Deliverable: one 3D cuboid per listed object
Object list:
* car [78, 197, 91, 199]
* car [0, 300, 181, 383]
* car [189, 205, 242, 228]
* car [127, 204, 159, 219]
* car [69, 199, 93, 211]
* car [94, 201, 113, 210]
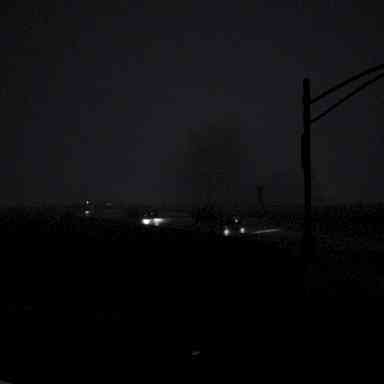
[{"bbox_3d":[-20.425,2.028,62.250,2.150,2.045,5.566,-1,0,-36],"label":"car"},{"bbox_3d":[-2.244,1.505,1.483,4.892,1.490,1.837,0,0,-36],"label":"car"},{"bbox_3d":[1.662,1.771,25.126,2.128,1.511,4.902,-1,0,-36],"label":"car"},{"bbox_3d":[-5.131,2.003,34.607,1.994,1.385,4.181,-1,0,-35],"label":"car"},{"bbox_3d":[-17.914,2.292,52.565,2.033,1.411,5.357,-1,0,-35],"label":"car"},{"bbox_3d":[-14.369,2.153,53.812,2.128,1.511,4.902,-1,0,-35],"label":"car"}]
